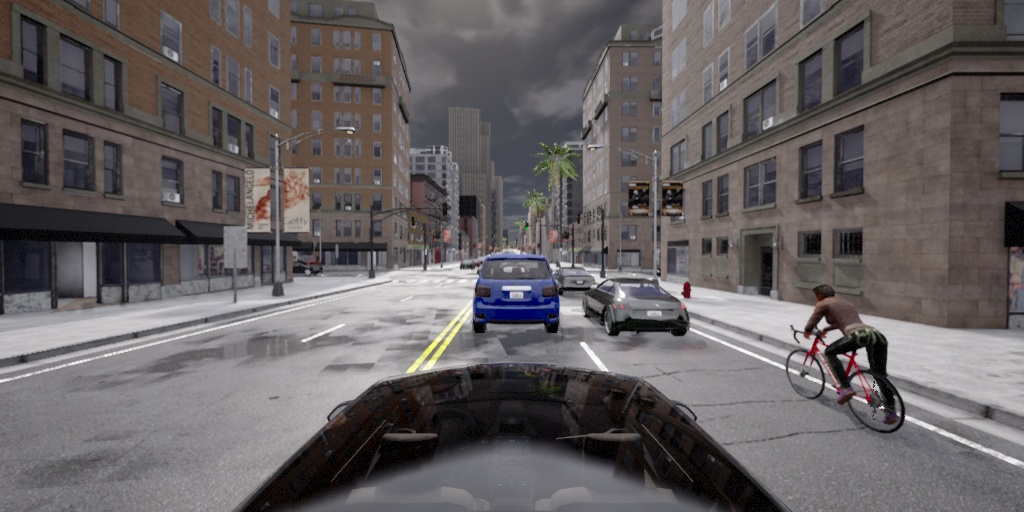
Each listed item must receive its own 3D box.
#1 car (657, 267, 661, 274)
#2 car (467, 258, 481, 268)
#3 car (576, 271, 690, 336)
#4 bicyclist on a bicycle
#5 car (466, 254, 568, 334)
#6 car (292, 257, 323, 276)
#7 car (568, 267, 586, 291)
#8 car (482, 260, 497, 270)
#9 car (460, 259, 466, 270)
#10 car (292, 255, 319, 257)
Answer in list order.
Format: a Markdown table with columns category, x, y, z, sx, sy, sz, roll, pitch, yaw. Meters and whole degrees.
| category | x | y | z | sx | sy | sz | roll | pitch | yaw |
| --- | --- | --- | --- | --- | --- | --- | --- | --- | --- |
| car | 16.170 | 1.513 | 34.513 | 4.313 | 1.339 | 1.948 | 0 | 0 | 0 |
| car | -6.634 | 1.221 | 63.525 | 1.882 | 1.535 | 5.008 | 0 | 0 | 0 |
| car | 3.324 | 1.313 | 10.380 | 1.994 | 1.385 | 4.181 | 0 | 0 | 0 |
| bicyclist on a bicycle | 4.140 | 1.202 | 4.598 | 0.582 | 1.620 | 1.656 | 0 | 0 | 0 |
| car | 0.092 | 0.970 | 10.723 | 2.150 | 2.045 | 5.566 | 0 | 0 | 0 |
| car | -20.907 | 1.124 | 34.579 | 4.892 | 1.490 | 1.837 | 1 | 1 | -9 |
| car | 3.229 | 1.295 | 19.613 | 2.033 | 1.411 | 5.357 | 0 | 0 | 0 |
| car | -3.407 | 1.292 | 55.564 | 2.033 | 1.411 | 5.357 | 0 | 0 | 0 |
| car | -6.653 | 1.222 | 54.010 | 1.882 | 1.535 | 5.008 | 0 | 0 | 0 |
| car | -23.939 | 0.836 | 39.961 | 5.009 | 1.841 | 2.192 | 0 | 0 | -9 |
